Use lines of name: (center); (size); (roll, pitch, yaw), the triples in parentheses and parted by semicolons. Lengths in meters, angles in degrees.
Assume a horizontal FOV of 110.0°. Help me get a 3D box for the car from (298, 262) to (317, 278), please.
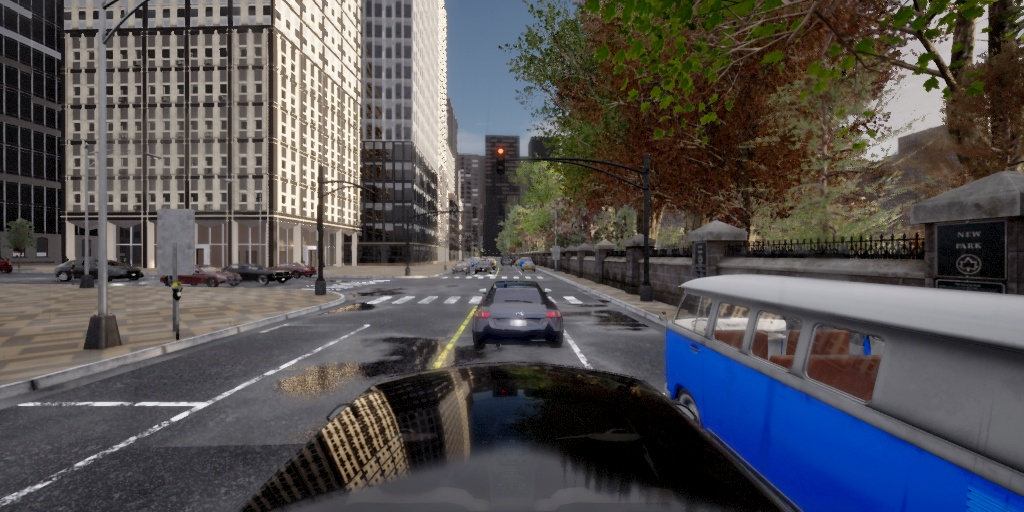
car: (-18.095, 1.127, 29.080); (4.207, 1.307, 1.802); (0, 0, 4)

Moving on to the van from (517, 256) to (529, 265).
van: (1.990, 1.071, 51.714); (1.690, 1.789, 3.998); (0, 0, -1)

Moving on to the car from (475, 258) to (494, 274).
car: (-3.230, 1.242, 40.862); (1.837, 1.490, 4.892); (0, 0, -3)

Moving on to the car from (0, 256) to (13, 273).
car: (-45.545, 0.676, 30.500); (4.097, 1.591, 1.967); (0, 0, 1)

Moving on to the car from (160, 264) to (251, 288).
car: (-18.158, 1.149, 20.967); (4.207, 1.307, 1.802); (0, 0, 4)

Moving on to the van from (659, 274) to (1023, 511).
van: (2.568, 1.091, 2.622); (1.690, 1.789, 3.998); (0, 0, 0)

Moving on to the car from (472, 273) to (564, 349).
car: (0.098, 1.313, 9.202); (1.994, 1.385, 4.181); (0, 0, -1)

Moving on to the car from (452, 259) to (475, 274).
car: (-5.645, 1.288, 40.287); (2.007, 1.370, 4.403); (0, 0, -1)

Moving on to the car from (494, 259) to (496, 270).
car: (-3.417, 1.295, 50.841); (1.994, 1.385, 4.181); (0, 0, -2)

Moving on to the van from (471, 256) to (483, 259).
van: (-6.332, 1.063, 62.462); (1.690, 1.789, 3.998); (0, 0, -2)

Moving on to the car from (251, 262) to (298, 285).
car: (-17.028, 1.174, 23.422); (4.718, 1.301, 1.895); (1, 0, 4)

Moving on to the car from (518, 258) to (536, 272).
car: (2.114, 1.260, 46.341); (1.751, 1.417, 4.829); (0, 0, -1)

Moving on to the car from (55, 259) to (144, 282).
car: (-27.679, 0.956, 24.100); (4.892, 1.490, 1.837); (1, 0, 3)
